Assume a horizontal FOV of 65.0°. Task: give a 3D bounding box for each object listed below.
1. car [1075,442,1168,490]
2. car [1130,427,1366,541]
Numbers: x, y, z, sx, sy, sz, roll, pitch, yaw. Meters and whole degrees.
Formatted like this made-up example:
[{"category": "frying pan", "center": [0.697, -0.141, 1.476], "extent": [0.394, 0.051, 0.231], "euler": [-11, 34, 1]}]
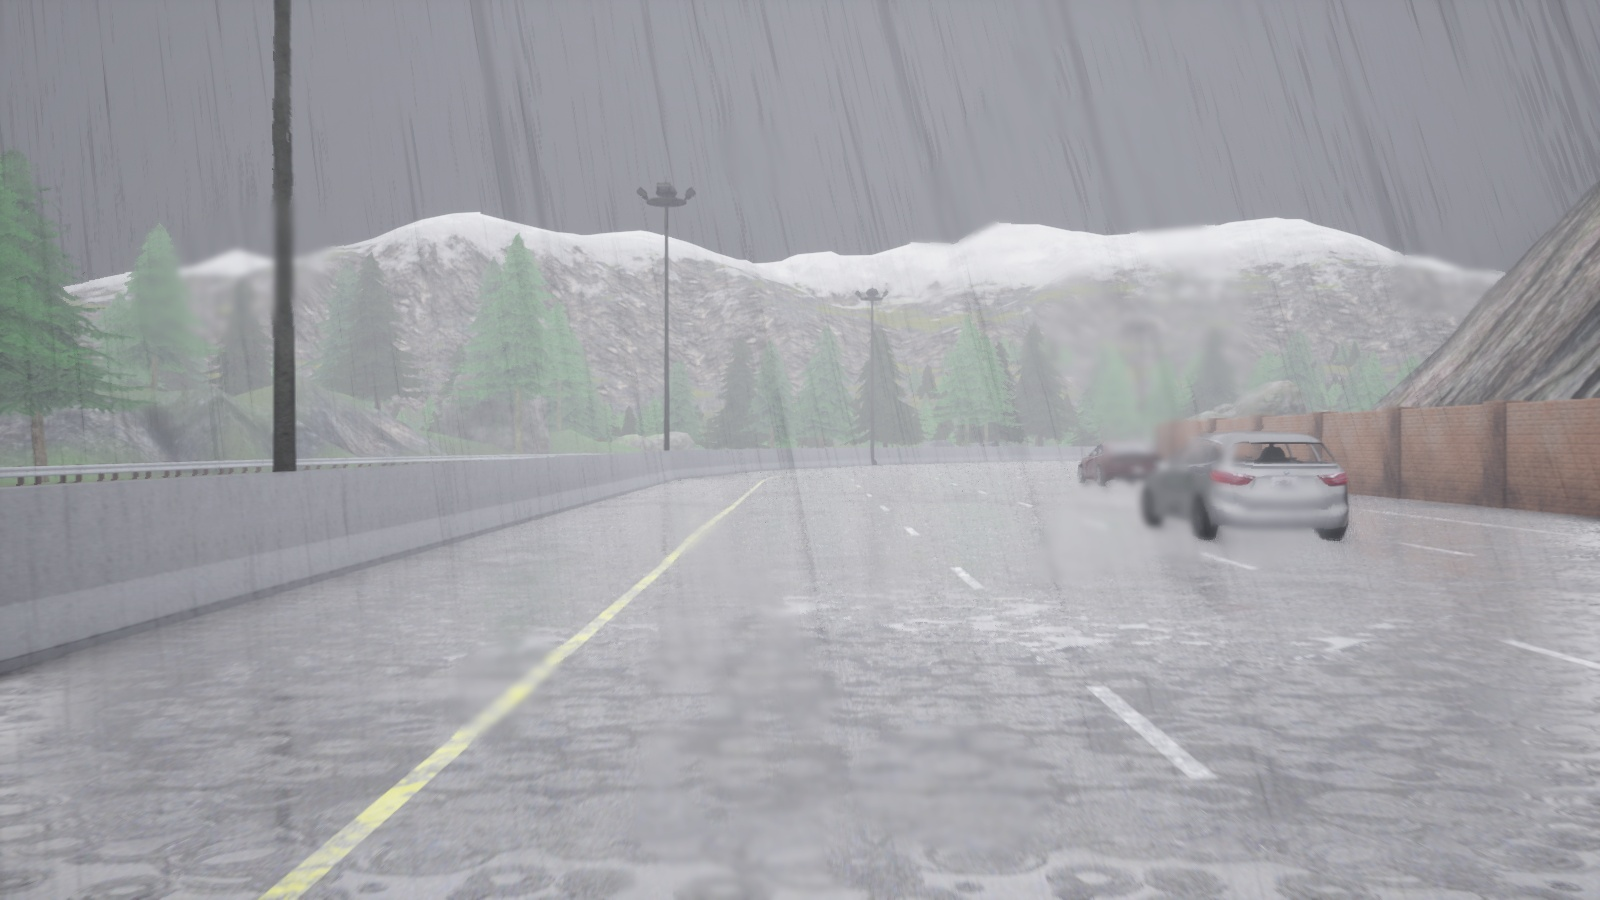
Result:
[{"category": "car", "center": [10.750, 0.494, 42.377], "extent": [1.882, 1.535, 5.008], "euler": [0, 0, 0]}, {"category": "car", "center": [7.130, 0.480, 20.601], "extent": [2.242, 1.667, 4.611], "euler": [0, 0, 0]}]
